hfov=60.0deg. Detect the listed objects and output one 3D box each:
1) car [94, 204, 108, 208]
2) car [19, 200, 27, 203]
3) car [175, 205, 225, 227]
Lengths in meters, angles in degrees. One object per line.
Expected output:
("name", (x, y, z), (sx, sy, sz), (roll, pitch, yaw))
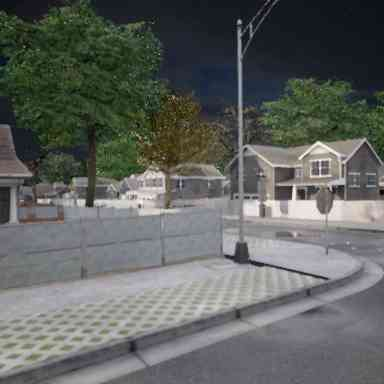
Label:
("car", (-10.391, 2.044, 37.444), (1.895, 1.301, 4.718), (-1, 0, -36))
("car", (-40.336, 2.535, 78.632), (1.812, 1.442, 4.674), (-1, 0, -36))
("car", (0.241, 1.715, 22.812), (1.837, 1.490, 4.892), (-1, 1, -36))
